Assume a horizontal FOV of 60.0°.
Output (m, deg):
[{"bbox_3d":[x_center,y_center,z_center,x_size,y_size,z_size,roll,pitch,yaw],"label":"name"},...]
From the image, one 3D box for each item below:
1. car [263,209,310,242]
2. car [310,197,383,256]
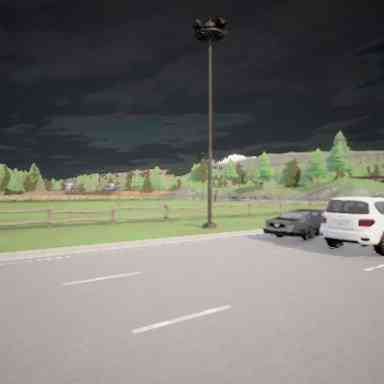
[{"bbox_3d":[5.897,1.557,16.544,5.357,1.411,2.033,0,0,-35],"label":"car"},{"bbox_3d":[7.462,1.227,13.363,5.566,2.045,2.150,1,0,-35],"label":"car"}]
